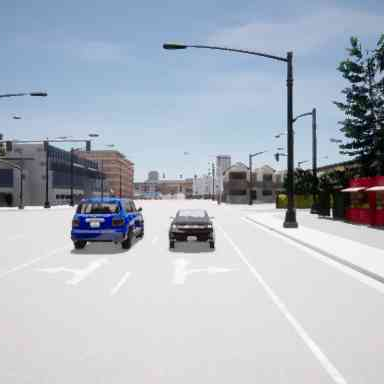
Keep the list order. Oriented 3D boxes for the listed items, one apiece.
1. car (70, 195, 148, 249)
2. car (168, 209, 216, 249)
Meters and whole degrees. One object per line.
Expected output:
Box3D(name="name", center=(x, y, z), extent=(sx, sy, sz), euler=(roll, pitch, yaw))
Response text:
Box3D(name="car", center=(-3.500, 1.264, 14.684), extent=(2.150, 2.045, 5.566), euler=(0, 0, 0))
Box3D(name="car", center=(0.000, 1.500, 14.653), extent=(2.128, 1.511, 4.902), euler=(0, 0, 0))
